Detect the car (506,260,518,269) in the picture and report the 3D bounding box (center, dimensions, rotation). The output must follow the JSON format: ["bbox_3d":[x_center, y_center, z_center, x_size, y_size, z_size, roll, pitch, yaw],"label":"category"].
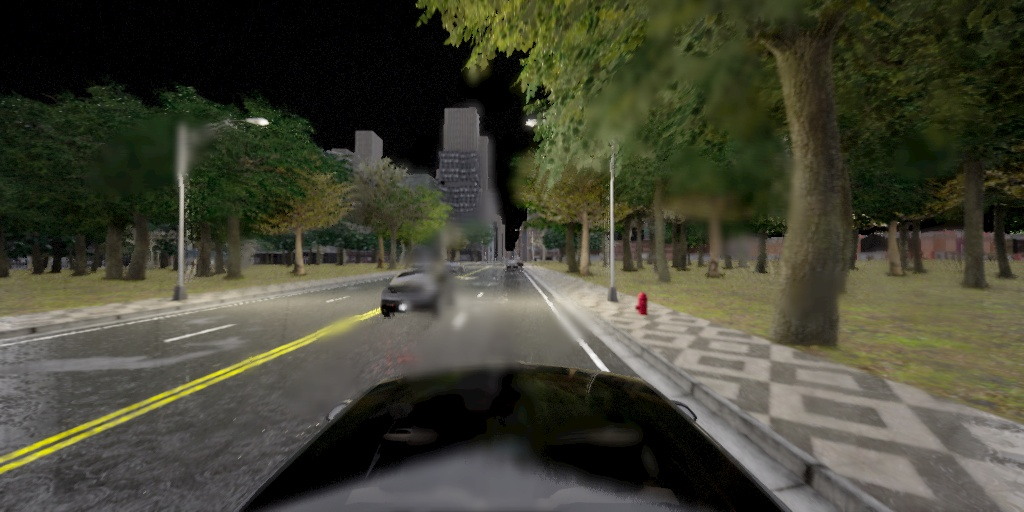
[{"bbox_3d":[0.008,1.540,60.019,1.895,1.301,4.718,0,0,0],"label":"car"}]

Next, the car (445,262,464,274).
[{"bbox_3d":[-6.587,1.395,40.317,2.033,1.411,5.357,0,0,0],"label":"car"}]

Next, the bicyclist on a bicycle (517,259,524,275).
[{"bbox_3d":[0.894,1.201,36.366,0.659,1.776,1.843,0,0,0],"label":"bicyclist on a bicycle"}]

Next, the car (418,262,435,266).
[{"bbox_3d":[-9.837,1.395,40.319,2.033,1.411,5.357,0,0,0],"label":"car"}]

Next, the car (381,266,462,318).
[{"bbox_3d":[-3.150,1.265,12.915,1.837,1.490,4.892,0,0,0],"label":"car"}]
